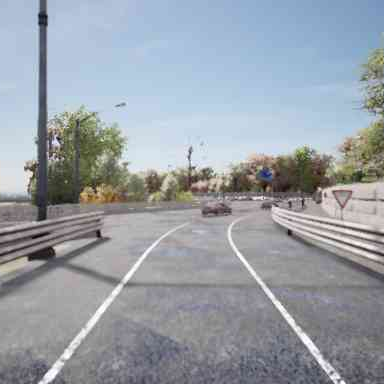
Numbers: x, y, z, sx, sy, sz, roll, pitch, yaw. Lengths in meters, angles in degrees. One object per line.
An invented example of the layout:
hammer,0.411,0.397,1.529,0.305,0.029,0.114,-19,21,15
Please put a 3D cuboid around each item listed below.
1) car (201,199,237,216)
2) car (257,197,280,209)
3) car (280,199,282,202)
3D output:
car,2.714,1.811,35.776,1.812,1.442,4.674,0,-1,34
car,12.614,1.936,54.437,2.128,1.511,4.902,0,0,22
car,18.988,1.972,74.673,2.097,1.767,4.553,0,0,12
